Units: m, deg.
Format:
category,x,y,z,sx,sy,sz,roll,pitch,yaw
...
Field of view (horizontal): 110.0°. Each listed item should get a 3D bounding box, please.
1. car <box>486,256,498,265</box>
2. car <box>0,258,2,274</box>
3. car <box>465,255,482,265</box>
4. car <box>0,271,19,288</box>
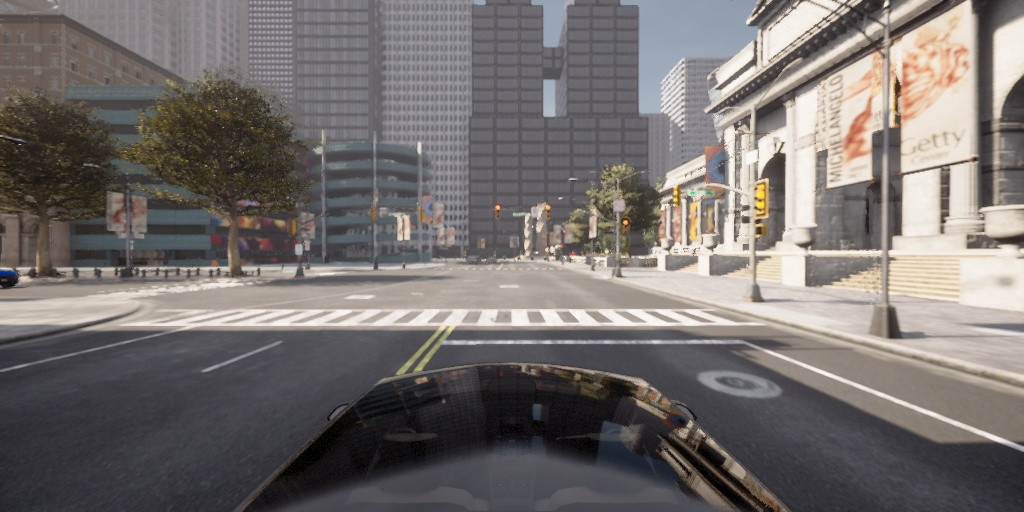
category,x,y,z,sx,sy,sz,roll,pitch,yaw
car,-3.576,0.837,64.487,1.837,1.490,4.892,0,0,0
car,-53.824,1.004,35.135,5.008,1.535,1.882,0,0,0
car,-7.075,0.693,63.313,2.097,1.767,4.553,0,0,0
car,-31.018,1.104,20.142,5.008,1.535,1.882,0,0,0
